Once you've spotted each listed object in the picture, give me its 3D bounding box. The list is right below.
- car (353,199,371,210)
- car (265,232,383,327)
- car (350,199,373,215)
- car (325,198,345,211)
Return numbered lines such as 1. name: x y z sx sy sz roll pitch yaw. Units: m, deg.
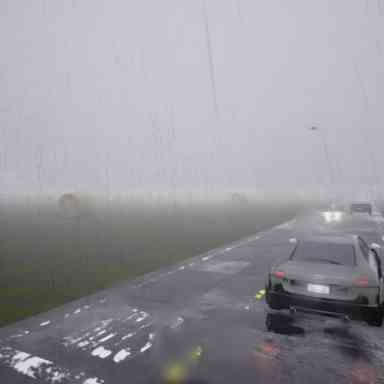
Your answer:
1. car: 22.011 1.557 43.021 1.895 1.301 4.718 0 0 28
2. car: 3.018 1.562 7.247 1.994 1.385 4.181 0 0 28
3. car: 17.130 1.453 33.730 1.882 1.535 5.008 0 0 28
4. car: 17.092 1.459 39.626 2.128 1.511 4.902 0 0 28
